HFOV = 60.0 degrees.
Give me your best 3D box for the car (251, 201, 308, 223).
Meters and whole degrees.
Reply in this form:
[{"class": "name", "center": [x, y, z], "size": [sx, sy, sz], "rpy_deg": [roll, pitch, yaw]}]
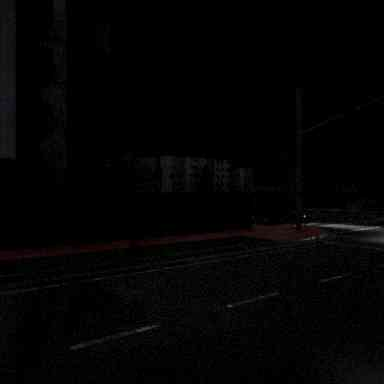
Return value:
[{"class": "car", "center": [6.688, 1.492, 26.003], "size": [2.128, 1.511, 4.902], "rpy_deg": [0, 0, -36]}]
